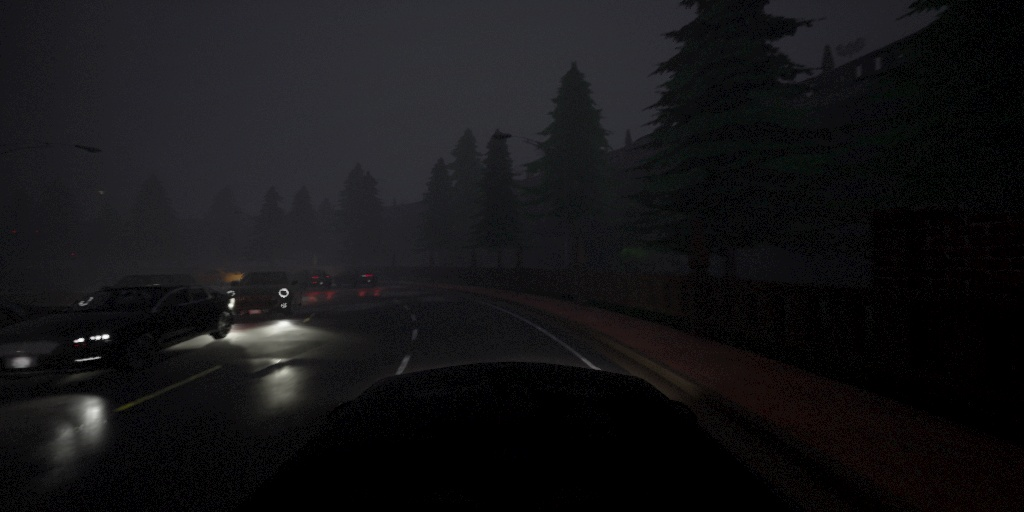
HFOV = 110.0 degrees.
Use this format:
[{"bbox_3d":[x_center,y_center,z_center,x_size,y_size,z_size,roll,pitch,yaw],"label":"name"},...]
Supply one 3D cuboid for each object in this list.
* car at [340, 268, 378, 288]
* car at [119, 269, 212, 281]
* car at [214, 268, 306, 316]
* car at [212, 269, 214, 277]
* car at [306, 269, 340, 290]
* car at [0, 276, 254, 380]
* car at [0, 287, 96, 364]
[{"bbox_3d":[-12.618,1.720,28.906,4.902,1.511,2.128,-1,-1,43],"label":"car"},{"bbox_3d":[-12.926,1.382,12.847,2.097,1.767,4.553,0,-1,-25],"label":"car"},{"bbox_3d":[-9.756,1.360,14.331,2.097,1.767,4.553,0,-1,-25],"label":"car"},{"bbox_3d":[-27.180,1.899,33.268,5.008,1.535,1.882,-1,-1,18],"label":"car"},{"bbox_3d":[-14.953,1.709,26.413,4.902,1.511,2.128,-1,-1,43],"label":"car"},{"bbox_3d":[-8.078,1.399,7.864,2.128,1.511,4.902,0,-1,-14],"label":"car"},{"bbox_3d":[-11.224,1.465,6.468,2.033,1.411,5.357,0,-1,-12],"label":"car"}]
